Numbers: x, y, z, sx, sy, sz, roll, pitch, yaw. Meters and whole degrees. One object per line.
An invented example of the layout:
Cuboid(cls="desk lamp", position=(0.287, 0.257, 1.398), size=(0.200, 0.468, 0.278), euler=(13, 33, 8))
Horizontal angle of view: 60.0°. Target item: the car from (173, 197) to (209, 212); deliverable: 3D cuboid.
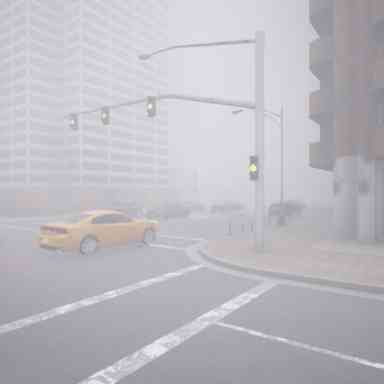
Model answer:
Cuboid(cls="car", position=(-0.401, 1.562, 36.217), size=(1.994, 1.385, 4.181), euler=(0, 0, 35))

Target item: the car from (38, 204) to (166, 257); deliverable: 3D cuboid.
Cuboid(cls="car", position=(-3.488, 1.477, 13.219), size=(1.882, 1.535, 5.008), euler=(0, 0, 35))

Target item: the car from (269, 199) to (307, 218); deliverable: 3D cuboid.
Cuboid(cls="car", position=(8.722, 1.490, 30.609), size=(2.128, 1.511, 4.902), euler=(0, 0, 35))

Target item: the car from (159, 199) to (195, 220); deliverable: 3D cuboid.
Cuboid(cls="car", position=(-2.010, 1.563, 27.850), size=(1.994, 1.385, 4.181), euler=(0, 0, 35))

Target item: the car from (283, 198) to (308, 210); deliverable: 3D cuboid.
Cuboid(cls="car", position=(13.581, 1.563, 43.656), size=(1.994, 1.385, 4.181), euler=(0, 0, 35))

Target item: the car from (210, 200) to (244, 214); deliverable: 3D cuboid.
Cuboid(cls="car", position=(3.861, 1.599, 36.186), size=(1.895, 1.301, 4.718), euler=(0, 0, 35))

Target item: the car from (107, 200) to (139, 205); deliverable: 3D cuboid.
Cuboid(cls="car", position=(-6.120, 1.503, 28.090), size=(1.837, 1.490, 4.892), euler=(0, 0, 35))
